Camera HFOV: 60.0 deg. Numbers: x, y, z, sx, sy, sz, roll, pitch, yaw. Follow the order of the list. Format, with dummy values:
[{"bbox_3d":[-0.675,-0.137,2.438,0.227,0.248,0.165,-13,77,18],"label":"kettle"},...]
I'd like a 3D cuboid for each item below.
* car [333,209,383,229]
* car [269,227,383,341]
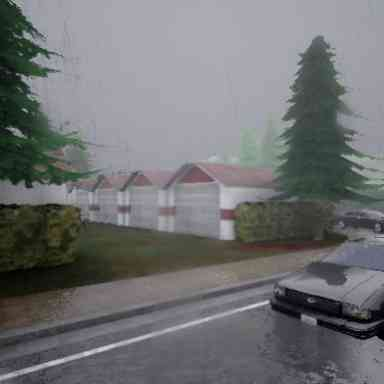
[{"bbox_3d":[12.617,2.030,24.031,1.837,1.490,4.892,1,-1,-27],"label":"car"},{"bbox_3d":[4.004,1.701,6.947,5.357,1.411,2.033,1,-2,-37],"label":"car"}]
